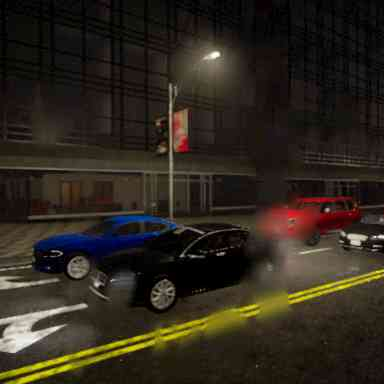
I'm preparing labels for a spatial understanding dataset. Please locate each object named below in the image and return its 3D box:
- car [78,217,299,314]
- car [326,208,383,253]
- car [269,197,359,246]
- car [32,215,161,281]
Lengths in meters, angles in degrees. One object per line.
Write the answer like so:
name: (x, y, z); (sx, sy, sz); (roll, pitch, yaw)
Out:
car: (0.146, 1.525, 7.774); (4.892, 1.490, 1.837); (0, 0, -36)
car: (7.816, 1.553, 13.236); (4.902, 1.511, 2.128); (0, 0, -35)
car: (5.963, 1.283, 15.901); (5.566, 2.045, 2.150); (0, 0, -36)
car: (-2.109, 1.495, 10.147); (5.008, 1.535, 1.882); (0, 0, -36)
